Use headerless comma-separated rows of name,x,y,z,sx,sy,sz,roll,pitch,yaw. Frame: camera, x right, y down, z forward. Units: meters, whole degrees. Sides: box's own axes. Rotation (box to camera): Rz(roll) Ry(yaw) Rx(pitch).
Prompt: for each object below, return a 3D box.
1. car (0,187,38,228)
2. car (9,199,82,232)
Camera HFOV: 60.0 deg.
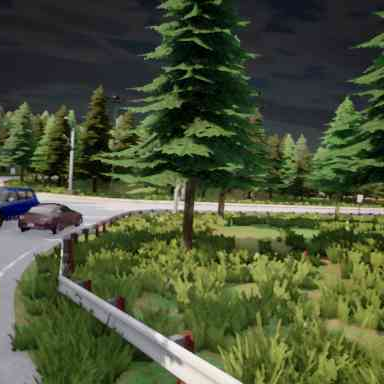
car,-10.805,0.792,18.799,2.150,2.045,5.566,4,1,3
car,-7.564,1.342,18.132,1.812,1.442,4.674,4,2,2
